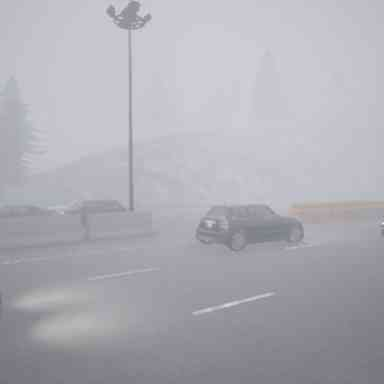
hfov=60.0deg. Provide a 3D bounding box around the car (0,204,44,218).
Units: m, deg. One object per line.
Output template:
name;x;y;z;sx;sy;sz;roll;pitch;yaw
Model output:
car;-11.461;1.499;21.477;5.357;1.411;2.033;-1;0;-34

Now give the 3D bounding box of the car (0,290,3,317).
car;-5.126;1.542;4.288;4.674;1.442;1.812;-1;0;-36

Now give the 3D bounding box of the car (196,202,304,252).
car;2.461;1.234;13.602;4.553;1.767;2.097;-1;1;-32

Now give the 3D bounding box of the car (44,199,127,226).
car;-6.359;1.262;20.648;4.553;1.767;2.097;-1;1;-33

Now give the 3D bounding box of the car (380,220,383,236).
car;9.837;1.340;13.922;4.674;1.442;1.812;-1;0;-30

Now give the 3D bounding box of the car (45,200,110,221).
car;-9.286;1.417;27.102;4.674;1.442;1.812;0;0;-32
